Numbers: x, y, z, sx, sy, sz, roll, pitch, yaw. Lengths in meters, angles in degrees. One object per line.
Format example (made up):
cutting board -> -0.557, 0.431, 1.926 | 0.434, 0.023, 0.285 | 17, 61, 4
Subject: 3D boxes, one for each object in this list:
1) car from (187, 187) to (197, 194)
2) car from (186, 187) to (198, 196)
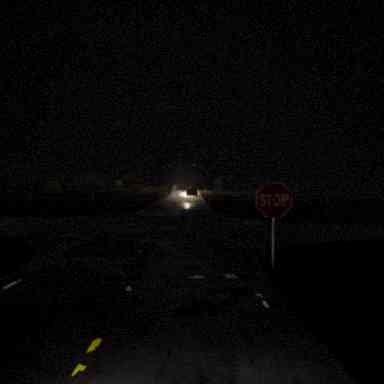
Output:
car -> -0.016, -0.382, 73.903 | 2.128, 1.511, 4.902 | 0, 2, 0
car -> -0.014, -0.111, 63.842 | 2.097, 1.767, 4.553 | 0, 2, 0
